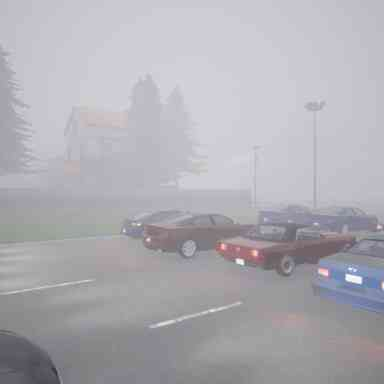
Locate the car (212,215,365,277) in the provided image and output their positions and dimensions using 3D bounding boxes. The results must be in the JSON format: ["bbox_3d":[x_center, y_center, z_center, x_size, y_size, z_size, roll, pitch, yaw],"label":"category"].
[{"bbox_3d":[3.114,1.601,10.289,4.718,1.301,1.895,0,0,-35],"label":"car"}]

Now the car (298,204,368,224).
[{"bbox_3d":[8.326,1.478,18.307,5.008,1.535,1.882,0,0,-36],"label":"car"}]

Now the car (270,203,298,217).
[{"bbox_3d":[6.383,1.478,21.218,5.008,1.535,1.882,0,0,-36],"label":"car"}]

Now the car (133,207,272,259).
[{"bbox_3d":[0.538,1.478,12.752,5.008,1.535,1.882,0,0,-35],"label":"car"}]

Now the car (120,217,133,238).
[{"bbox_3d":[-1.087,1.526,15.885,4.674,1.442,1.812,0,0,-36],"label":"car"}]

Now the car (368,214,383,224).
[{"bbox_3d":[10.526,1.601,15.576,4.718,1.301,1.895,0,0,-36],"label":"car"}]

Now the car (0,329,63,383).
[{"bbox_3d":[-3.154,1.492,1.512,4.902,1.511,2.128,0,0,-35],"label":"car"}]

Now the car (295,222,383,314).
[{"bbox_3d":[4.835,1.547,7.204,5.357,1.411,2.033,0,0,-35],"label":"car"}]
